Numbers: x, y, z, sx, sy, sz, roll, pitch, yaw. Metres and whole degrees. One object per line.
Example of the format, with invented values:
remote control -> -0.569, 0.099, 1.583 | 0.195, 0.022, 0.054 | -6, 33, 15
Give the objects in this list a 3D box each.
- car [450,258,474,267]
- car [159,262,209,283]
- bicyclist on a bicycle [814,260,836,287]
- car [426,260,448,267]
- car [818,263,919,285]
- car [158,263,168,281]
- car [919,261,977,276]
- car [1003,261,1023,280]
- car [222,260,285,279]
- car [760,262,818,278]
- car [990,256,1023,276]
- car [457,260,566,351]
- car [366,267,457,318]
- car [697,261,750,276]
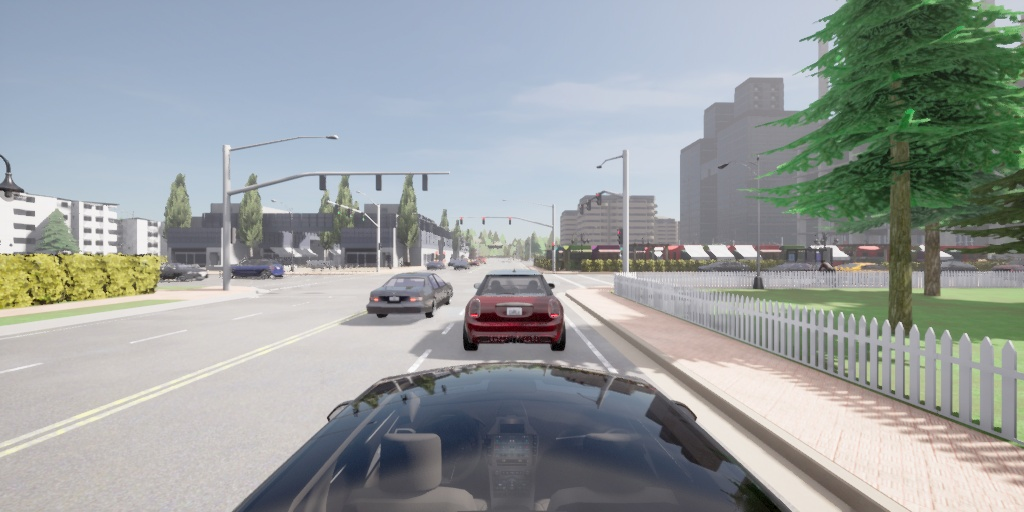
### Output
car -> -7.098, 1.296, 51.454 | 2.033, 1.411, 5.357 | 0, 0, 0
car -> -26.377, 1.241, 27.752 | 4.902, 1.511, 2.128 | 0, 0, -1
bicyclist on a bicycle -> 18.790, 1.052, 21.497 | 0.582, 1.620, 1.656 | 0, 0, -1
car -> -10.597, 1.312, 49.931 | 1.994, 1.385, 4.181 | 0, 0, 0
car -> 25.202, 1.227, 25.458 | 5.008, 1.535, 1.882 | 0, 0, -1
car -> -26.724, 1.350, 24.211 | 4.718, 1.301, 1.895 | 0, 0, -1
car -> 44.436, 1.274, 36.565 | 4.674, 1.442, 1.812 | 0, 0, -1
car -> 43.877, 1.313, 29.449 | 4.181, 1.385, 1.994 | 0, 0, -3
car -> -22.699, 1.101, 31.503 | 4.553, 1.767, 2.097 | 0, 0, -3
car -> 25.540, 1.297, 32.655 | 5.357, 1.411, 2.033 | 0, 0, -1
car -> 47.380, 1.099, 33.115 | 4.553, 1.767, 2.097 | 0, 0, -1
car -> 0.063, 1.102, 9.140 | 2.097, 1.767, 4.553 | 0, 0, 0
car -> -3.419, 1.297, 12.975 | 2.033, 1.411, 5.357 | 0, 0, 0
car -> 21.217, 1.254, 36.047 | 4.892, 1.490, 1.837 | 0, 0, -1
